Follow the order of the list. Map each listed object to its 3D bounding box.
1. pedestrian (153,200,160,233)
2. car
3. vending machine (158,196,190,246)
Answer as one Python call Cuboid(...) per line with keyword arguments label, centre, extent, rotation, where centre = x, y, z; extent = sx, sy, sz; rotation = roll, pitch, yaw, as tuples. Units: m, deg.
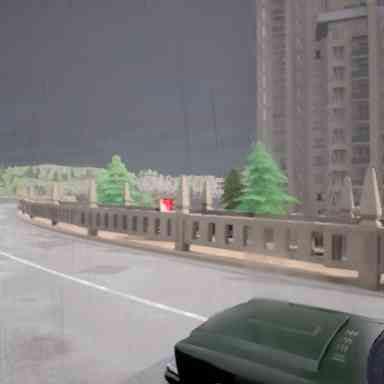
Cuboid(label="pedestrian", centre=(-1.651, 1.186, 15.345), extent=(0.375, 1.860, 0.375), rotation=(-1, -1, 44))
Cuboid(label="car", centre=(2.082, 1.617, 2.575), extent=(4.718, 1.301, 1.895), rotation=(0, 0, 36))
Cuboid(label="vending machine", centre=(-0.793, 1.240, 14.884), extent=(0.880, 2.100, 1.100), rotation=(-1, 0, 43))
